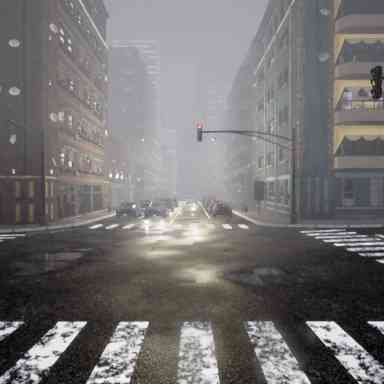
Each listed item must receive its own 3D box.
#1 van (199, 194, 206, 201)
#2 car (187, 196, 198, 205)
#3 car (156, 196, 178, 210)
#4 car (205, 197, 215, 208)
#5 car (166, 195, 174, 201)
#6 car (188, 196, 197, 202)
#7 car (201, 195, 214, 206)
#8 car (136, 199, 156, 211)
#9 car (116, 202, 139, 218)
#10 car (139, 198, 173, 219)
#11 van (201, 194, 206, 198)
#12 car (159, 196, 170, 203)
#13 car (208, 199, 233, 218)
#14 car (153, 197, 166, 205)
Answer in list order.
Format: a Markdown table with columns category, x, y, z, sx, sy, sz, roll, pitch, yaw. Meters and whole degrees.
| category | x | y | z | sx | sy | sz | roll | pitch | yaw |
| --- | --- | --- | --- | --- | --- | --- | --- | --- | --- |
| van | 2.736 | 1.379 | 85.512 | 1.690 | 1.788 | 3.998 | -1 | 0 | 0 |
| car | 0.038 | 1.543 | 59.734 | 1.812 | 1.442 | 4.674 | 0 | 0 | 0 |
| car | -3.072 | 1.511 | 39.918 | 1.837 | 1.490 | 4.892 | 0 | 0 | 0 |
| car | 2.707 | 1.570 | 35.800 | 1.947 | 1.339 | 4.313 | 0 | 0 | 0 |
| car | -5.643 | 1.563 | 85.359 | 1.752 | 1.417 | 4.829 | 0 | 0 | 0 |
| car | 0.045 | 1.452 | 69.770 | 1.895 | 1.301 | 4.718 | 0 | 0 | 0 |
| car | 2.714 | 1.554 | 46.847 | 1.887 | 1.381 | 4.507 | 0 | 0 | 0 |
| car | -5.670 | 1.573 | 41.341 | 1.947 | 1.339 | 4.313 | 0 | 0 | 0 |
| car | -5.677 | 1.568 | 30.294 | 1.947 | 1.339 | 4.313 | 0 | 0 | 0 |
| car | -3.082 | 1.550 | 29.800 | 2.033 | 1.411 | 5.357 | 0 | 0 | 0 |
| van | 2.716 | 1.354 | 52.370 | 1.690 | 1.788 | 3.998 | 0 | 0 | 0 |
| car | -5.653 | 1.605 | 68.959 | 1.802 | 1.307 | 4.206 | 0 | 0 | 0 |
| car | 2.704 | 1.584 | 30.277 | 1.802 | 1.307 | 4.206 | 0 | 0 | 0 |
| car | -5.660 | 1.561 | 57.912 | 1.887 | 1.381 | 4.507 | 0 | 0 | 0 |
